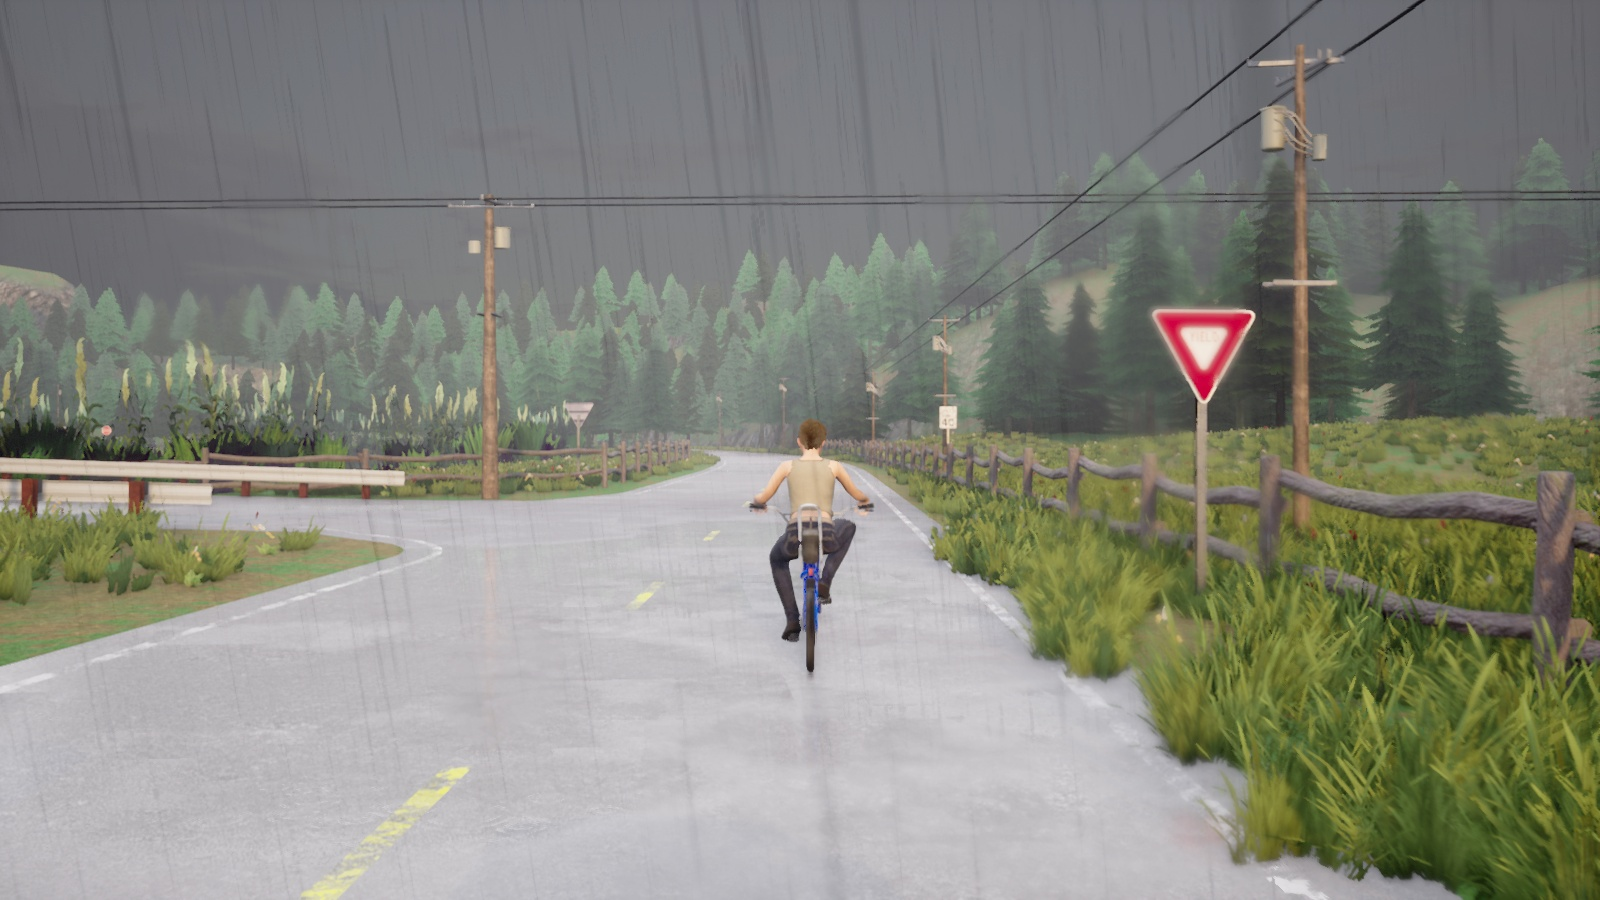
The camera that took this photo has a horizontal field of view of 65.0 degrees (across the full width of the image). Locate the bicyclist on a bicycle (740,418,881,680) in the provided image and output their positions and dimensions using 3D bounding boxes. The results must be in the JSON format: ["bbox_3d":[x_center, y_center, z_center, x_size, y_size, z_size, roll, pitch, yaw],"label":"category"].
[{"bbox_3d":[0.077,0.603,8.479,0.866,1.612,1.509,0,1,1],"label":"bicyclist on a bicycle"}]
